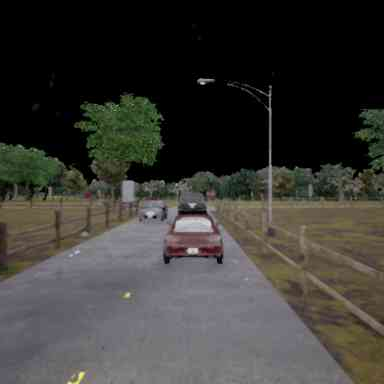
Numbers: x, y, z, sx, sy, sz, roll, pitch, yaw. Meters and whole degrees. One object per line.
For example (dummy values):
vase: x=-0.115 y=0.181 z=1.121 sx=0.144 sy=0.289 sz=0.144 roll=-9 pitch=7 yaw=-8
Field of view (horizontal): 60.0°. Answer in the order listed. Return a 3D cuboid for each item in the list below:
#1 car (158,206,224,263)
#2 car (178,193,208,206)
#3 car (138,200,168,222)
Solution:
car: x=0.059 y=1.444 z=11.526 sx=1.812 sy=1.442 sz=4.674 roll=0 pitch=1 yaw=1
car: x=0.051 y=1.101 z=26.050 sx=2.150 sy=2.045 sz=5.566 roll=0 pitch=0 yaw=1
car: x=-2.822 y=1.372 z=25.005 sx=2.128 sy=1.511 sz=4.902 roll=0 pitch=0 yaw=0
